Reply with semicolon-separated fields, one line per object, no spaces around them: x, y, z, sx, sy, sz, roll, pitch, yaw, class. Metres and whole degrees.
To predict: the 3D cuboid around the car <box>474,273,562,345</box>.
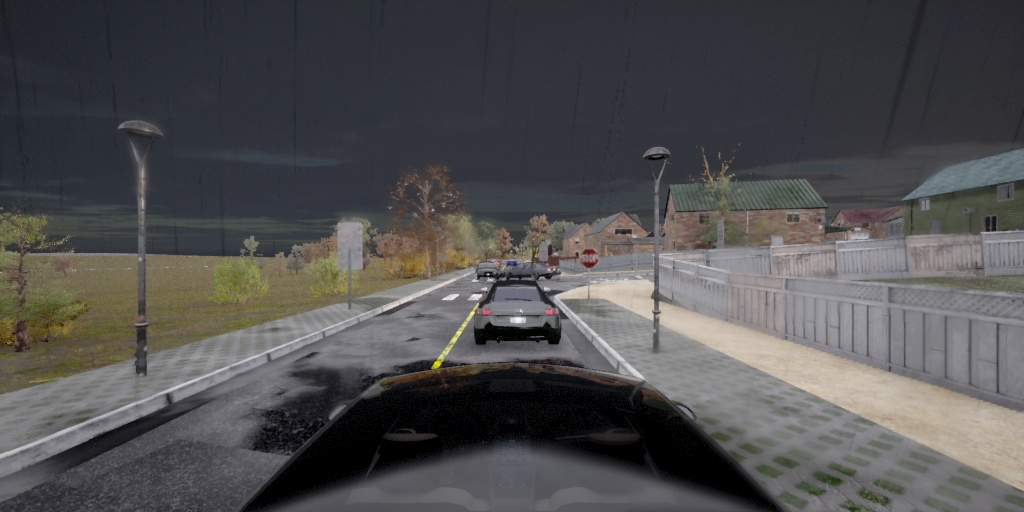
0.100;1.313;9.517;1.994;1.385;4.181;0;0;-1;car

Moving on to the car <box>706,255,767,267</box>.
14.382;0.413;22.911;4.181;1.385;1.994;-3;0;16;car

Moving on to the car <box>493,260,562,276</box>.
1.330;1.197;28.532;5.357;1.411;2.033;-4;-3;43;car

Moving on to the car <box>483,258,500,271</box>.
-2.860;1.120;51.260;2.097;1.767;4.553;0;0;1;car

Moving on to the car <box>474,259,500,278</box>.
-2.258;1.257;31.442;1.837;1.490;4.892;0;0;-8;car

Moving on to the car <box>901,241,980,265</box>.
23.883;-0.209;20.492;4.902;1.511;2.128;-3;0;14;car
